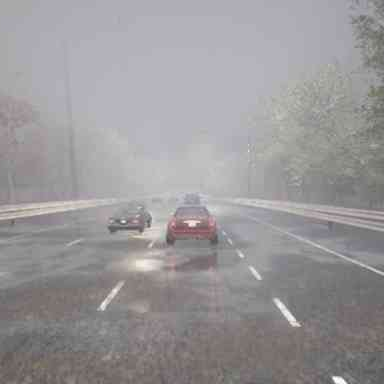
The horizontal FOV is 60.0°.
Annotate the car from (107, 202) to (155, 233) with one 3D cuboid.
[{"bbox_3d":[-3.492,1.556,19.475,2.033,1.411,5.357,0,0,0],"label":"car"}]

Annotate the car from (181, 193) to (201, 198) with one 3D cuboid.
[{"bbox_3d":[0.020,1.245,42.898,2.150,2.045,5.566,0,0,0],"label":"car"}]

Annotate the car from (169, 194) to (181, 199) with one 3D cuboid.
[{"bbox_3d":[-3.467,1.405,67.119,2.097,1.767,4.553,0,0,0],"label":"car"}]

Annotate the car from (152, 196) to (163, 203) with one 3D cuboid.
[{"bbox_3d":[-6.965,1.560,67.253,1.837,1.490,4.892,0,0,0],"label":"car"}]

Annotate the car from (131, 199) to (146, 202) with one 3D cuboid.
[{"bbox_3d":[-6.979,1.588,42.950,1.994,1.385,4.181,0,0,0],"label":"car"}]

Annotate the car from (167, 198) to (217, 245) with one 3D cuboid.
[{"bbox_3d":[0.007,1.358,15.761,2.097,1.767,4.553,0,0,0],"label":"car"}]

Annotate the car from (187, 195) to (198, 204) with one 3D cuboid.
[{"bbox_3d":[0.031,1.404,67.054,2.097,1.767,4.553,0,0,0],"label":"car"}]
